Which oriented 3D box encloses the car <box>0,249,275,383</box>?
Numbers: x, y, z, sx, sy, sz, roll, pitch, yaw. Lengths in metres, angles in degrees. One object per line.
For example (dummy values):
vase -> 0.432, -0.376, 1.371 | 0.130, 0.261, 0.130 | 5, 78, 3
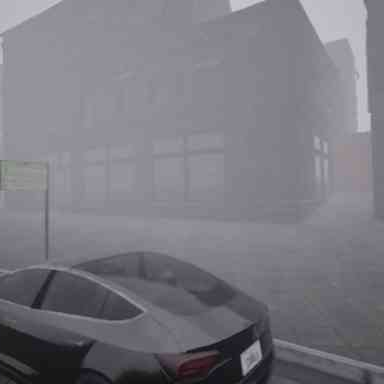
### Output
car -> -1.380, 1.509, 4.305 | 4.792, 1.488, 2.163 | 0, 0, 35
